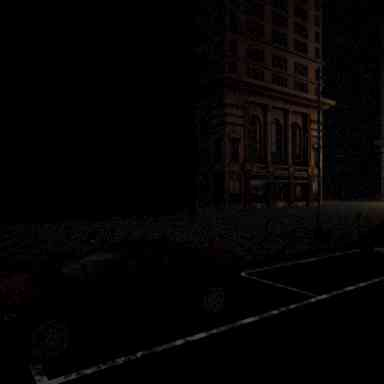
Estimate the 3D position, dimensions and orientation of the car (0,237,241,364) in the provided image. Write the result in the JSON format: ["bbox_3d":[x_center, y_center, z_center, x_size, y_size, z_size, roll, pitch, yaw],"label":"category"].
[{"bbox_3d":[-1.138,1.544,5.847,4.507,1.381,1.887,0,0,-36],"label":"car"}]

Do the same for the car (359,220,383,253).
[{"bbox_3d":[8.030,1.564,12.421,4.313,1.339,1.947,0,0,-36],"label":"car"}]
